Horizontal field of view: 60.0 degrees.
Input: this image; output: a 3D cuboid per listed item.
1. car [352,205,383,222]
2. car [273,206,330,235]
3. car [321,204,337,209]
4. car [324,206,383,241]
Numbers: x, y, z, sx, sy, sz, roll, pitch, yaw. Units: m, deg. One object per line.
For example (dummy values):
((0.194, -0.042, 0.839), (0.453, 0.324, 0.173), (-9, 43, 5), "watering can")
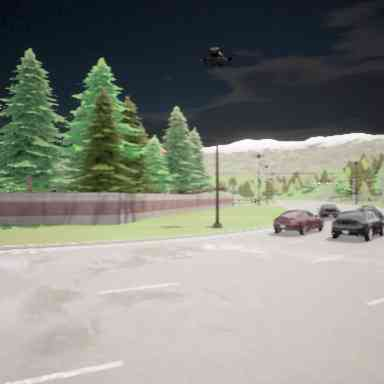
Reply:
((16.890, 2.016, 32.063), (1.994, 1.385, 4.181), (0, -1, 17), "car")
((6.725, 1.827, 20.864), (1.812, 1.442, 4.674), (-1, -1, 41), "car")
((13.553, 1.980, 33.124), (1.837, 1.490, 4.892), (0, 0, 17), "car")
((9.255, 1.770, 18.437), (1.837, 1.490, 4.892), (-1, -1, 41), "car")
